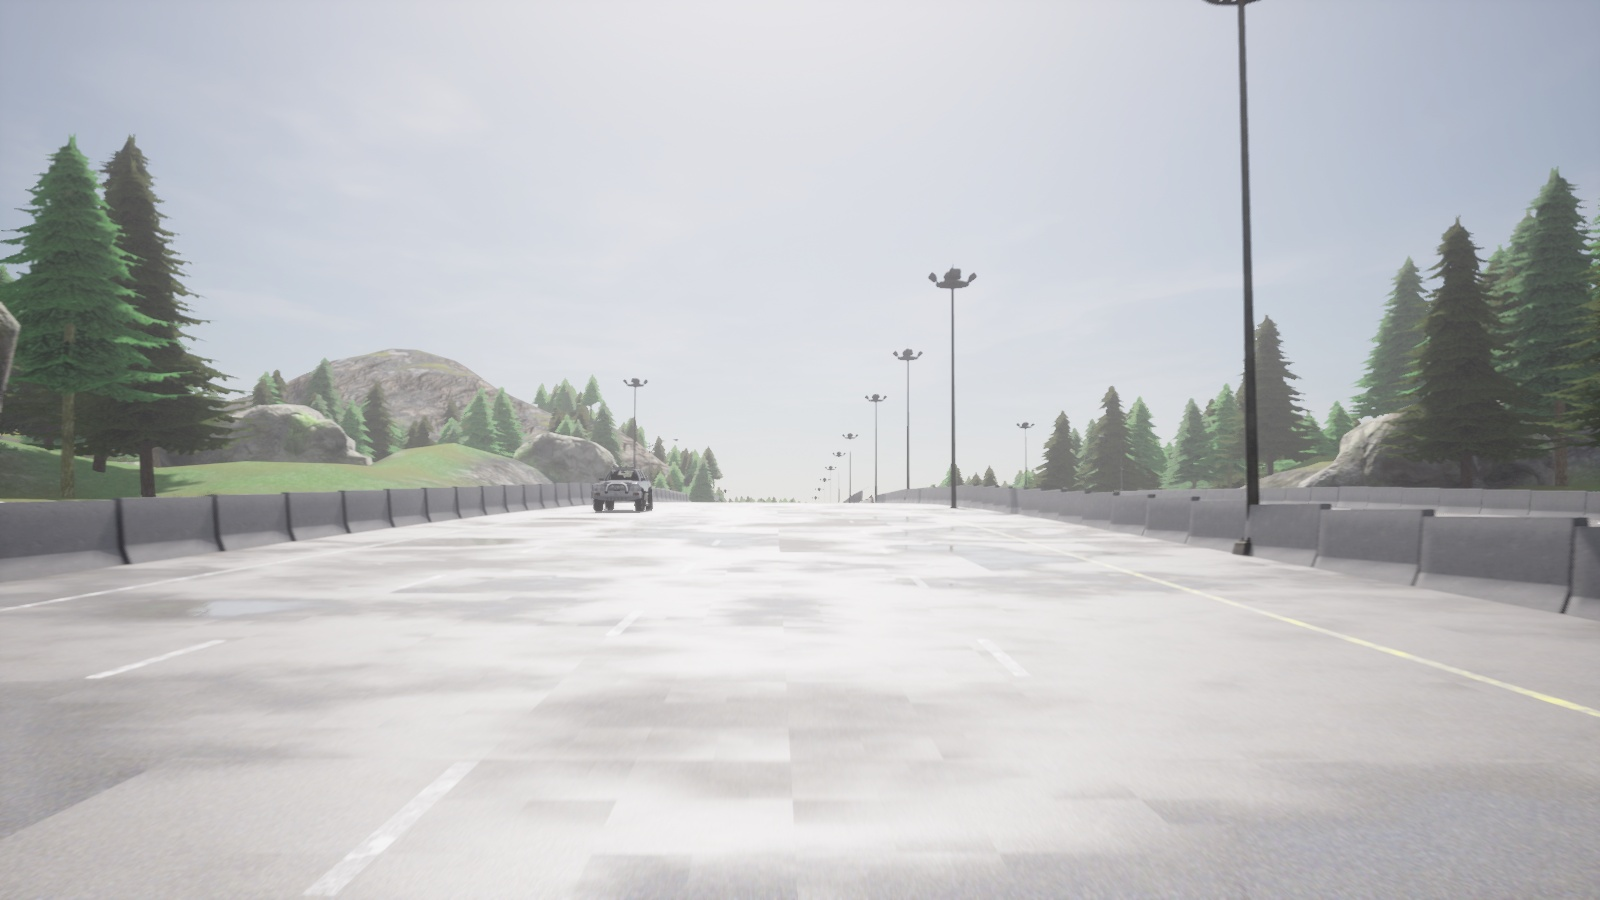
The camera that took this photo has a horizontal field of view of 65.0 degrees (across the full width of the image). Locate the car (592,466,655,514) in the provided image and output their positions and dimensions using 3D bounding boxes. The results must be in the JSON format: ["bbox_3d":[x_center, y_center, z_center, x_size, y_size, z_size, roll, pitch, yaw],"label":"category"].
[{"bbox_3d":[-7.125,1.618,51.048,1.932,1.855,4.605,0,-1,0],"label":"car"}]
